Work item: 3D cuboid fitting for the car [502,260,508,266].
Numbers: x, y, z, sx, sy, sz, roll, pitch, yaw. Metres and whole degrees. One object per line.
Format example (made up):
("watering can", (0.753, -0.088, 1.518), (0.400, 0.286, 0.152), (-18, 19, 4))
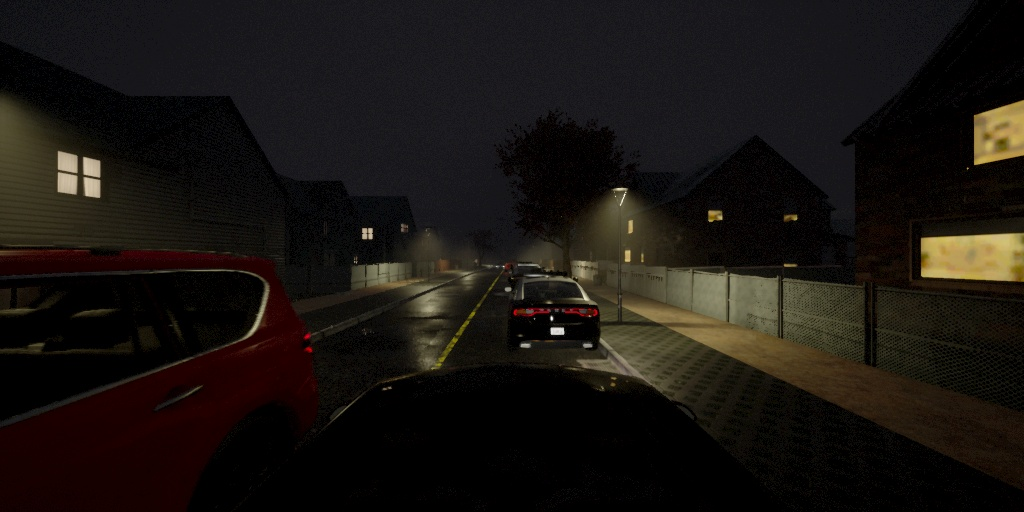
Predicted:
("car", (0.130, 1.210, 47.979), (2.097, 1.767, 4.553), (0, 0, 1))

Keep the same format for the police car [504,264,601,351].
("police car", (0.839, 1.178, 9.165), (1.930, 1.638, 5.238), (0, 0, 0))

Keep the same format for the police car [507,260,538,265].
("police car", (0.858, 1.184, 19.165), (1.930, 1.638, 5.238), (0, 0, 0))

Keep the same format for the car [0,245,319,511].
("car", (-2.752, 0.971, 0.837), (2.150, 2.045, 5.566), (0, 0, 0))
